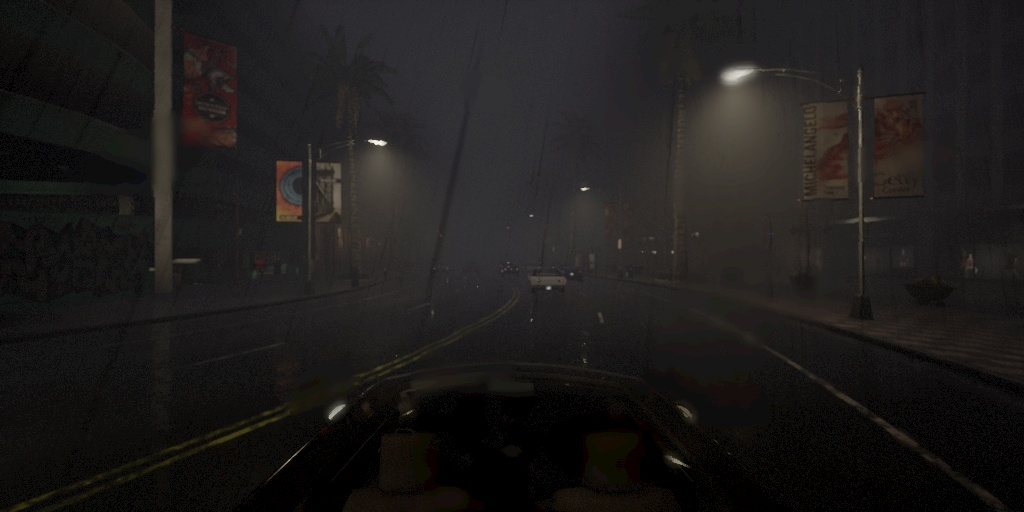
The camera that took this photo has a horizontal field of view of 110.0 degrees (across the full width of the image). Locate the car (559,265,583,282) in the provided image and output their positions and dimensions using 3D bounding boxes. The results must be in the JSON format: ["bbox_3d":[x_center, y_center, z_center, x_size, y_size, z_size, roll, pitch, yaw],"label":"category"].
[{"bbox_3d":[4.399,1.393,29.822,1.994,1.385,4.181,0,0,-7],"label":"car"}]

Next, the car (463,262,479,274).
[{"bbox_3d":[-5.052,1.402,43.903,1.812,1.442,4.674,0,0,-9],"label":"car"}]

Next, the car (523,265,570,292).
[{"bbox_3d":[1.917,1.406,21.349,1.895,1.301,4.718,0,0,-1],"label":"car"}]

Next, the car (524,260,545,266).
[{"bbox_3d":[2.187,1.472,43.949,1.895,1.301,4.718,0,0,-10],"label":"car"}]

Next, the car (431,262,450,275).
[{"bbox_3d":[-8.304,1.400,42.118,1.812,1.442,4.674,0,0,-9],"label":"car"}]

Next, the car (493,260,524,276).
[{"bbox_3d":[-0.463,1.405,38.777,2.033,1.411,5.357,0,0,-10],"label":"car"}]
